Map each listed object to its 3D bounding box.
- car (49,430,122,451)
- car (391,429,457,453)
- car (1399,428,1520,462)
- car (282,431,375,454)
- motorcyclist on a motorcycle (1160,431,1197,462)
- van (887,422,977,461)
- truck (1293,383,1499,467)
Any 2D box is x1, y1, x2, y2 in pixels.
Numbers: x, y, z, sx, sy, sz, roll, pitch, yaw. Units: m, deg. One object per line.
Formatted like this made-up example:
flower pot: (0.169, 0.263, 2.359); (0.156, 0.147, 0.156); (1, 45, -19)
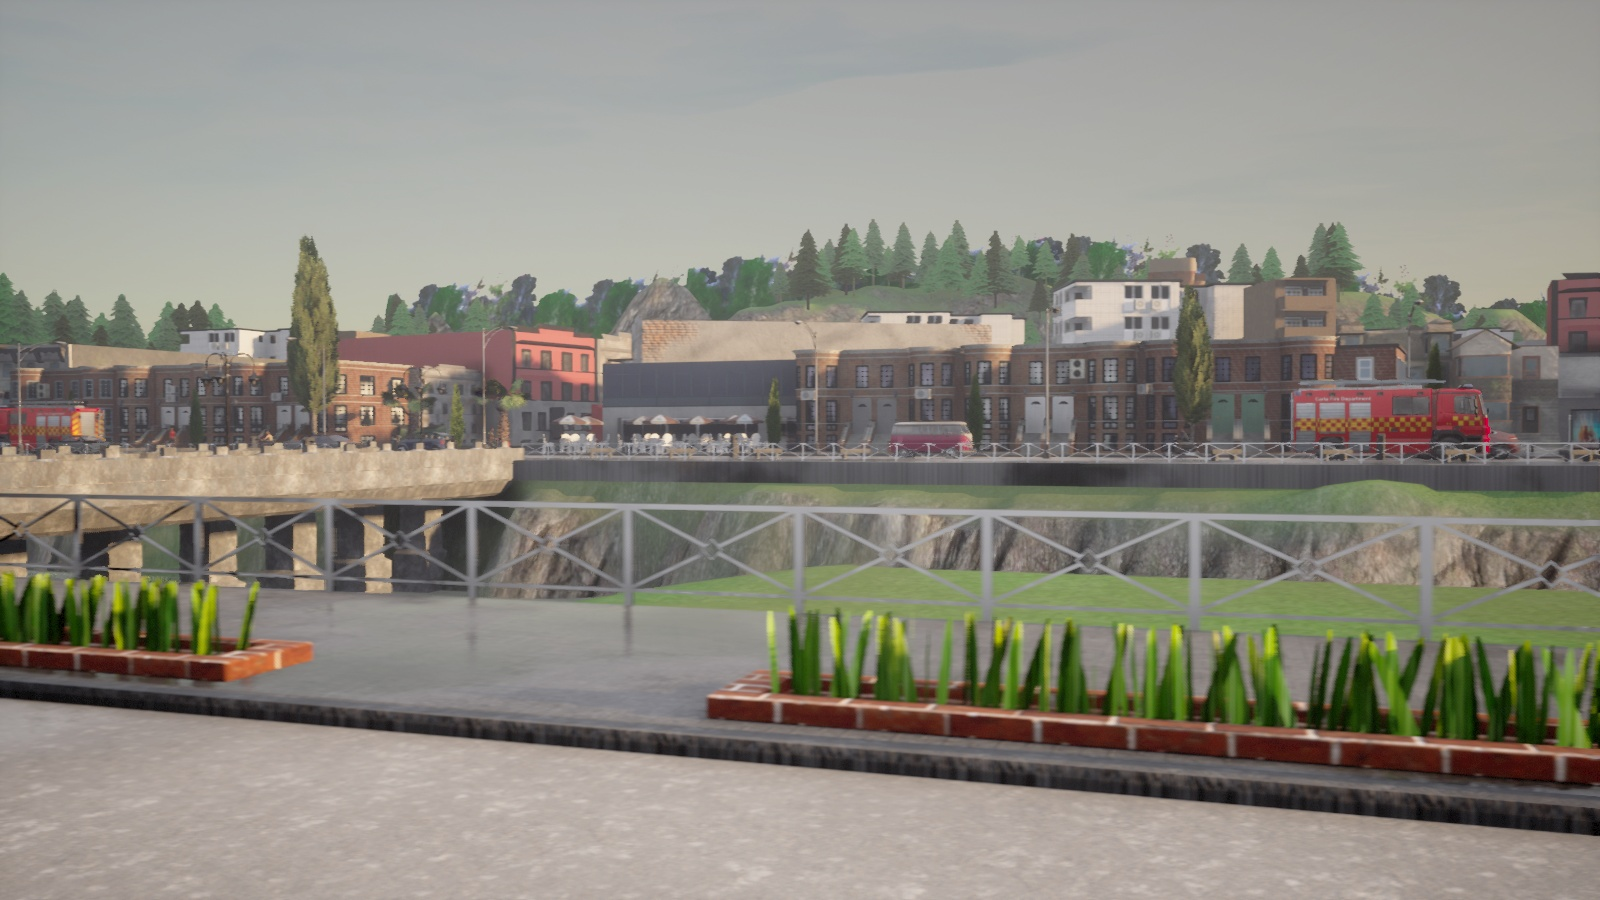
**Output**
car: (-48.410, -0.654, 85.073); (4.181, 1.385, 1.994); (1, 1, 19)
car: (-24.302, -0.586, 81.187); (3.705, 1.549, 1.789); (1, 1, 19)
car: (32.519, -0.267, 62.087); (5.027, 1.651, 2.152); (1, 1, 19)
car: (-29.536, -0.498, 78.729); (5.357, 1.411, 2.033); (1, 1, 19)
motorcyclist on a motorcycle: (19.977, -0.207, 66.304); (1.817, 1.590, 0.866); (1, 1, 19)
van: (6.988, -0.459, 66.449); (4.442, 1.987, 1.775); (1, 1, 19)
truck: (27.968, -1.184, 59.383); (8.468, 3.827, 2.891); (1, 1, 19)
